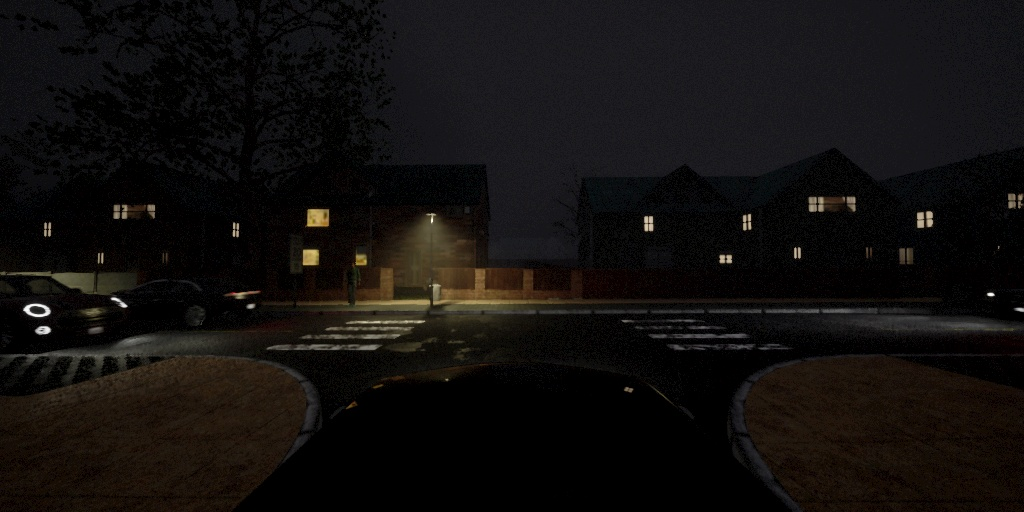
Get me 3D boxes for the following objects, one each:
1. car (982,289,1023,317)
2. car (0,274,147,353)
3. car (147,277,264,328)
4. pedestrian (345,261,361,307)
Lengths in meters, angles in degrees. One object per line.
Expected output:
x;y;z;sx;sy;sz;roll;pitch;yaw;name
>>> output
17.550;1.284;10.767;4.718;1.301;1.895;0;-1;2;car
-12.296;1.233;8.744;4.553;1.767;2.097;-1;-1;2;car
-10.832;1.433;11.648;4.902;1.511;2.128;-1;-1;2;car
-6.452;1.113;14.431;0.375;1.860;0.375;0;-1;2;pedestrian
